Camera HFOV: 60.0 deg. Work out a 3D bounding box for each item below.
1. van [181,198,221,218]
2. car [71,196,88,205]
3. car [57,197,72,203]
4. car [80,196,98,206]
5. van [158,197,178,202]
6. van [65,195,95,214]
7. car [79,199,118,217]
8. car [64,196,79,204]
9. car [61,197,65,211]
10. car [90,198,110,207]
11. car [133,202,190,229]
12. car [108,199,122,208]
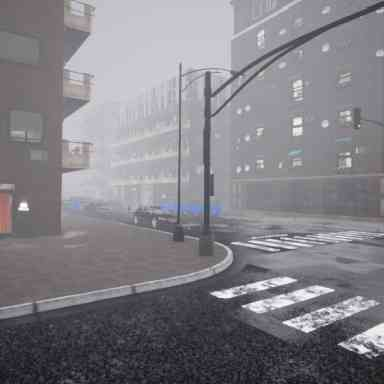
[{"bbox_3d":[0.938,1.439,30.710,1.690,1.788,3.998,1,-1,-35],"label":"van"},{"bbox_3d":[-21.301,1.606,62.943,1.967,1.590,4.097,1,-1,-35],"label":"car"},{"bbox_3d":[-27.655,1.727,72.152,1.887,1.381,4.507,1,-1,-35],"label":"car"},{"bbox_3d":[-18.124,1.597,58.338,1.967,1.590,4.097,1,-1,-35],"label":"car"},{"bbox_3d":[-2.239,1.450,35.315,1.690,1.788,3.998,1,-1,-35],"label":"van"},{"bbox_3d":[-11.902,1.361,35.445,1.690,1.788,3.998,1,-1,-35],"label":"van"},{"bbox_3d":[-8.727,1.592,30.839,1.802,1.307,4.206,1,-1,-35],"label":"car"},{"bbox_3d":[-24.477,1.614,67.548,1.967,1.590,4.097,1,-1,-35],"label":"car"},{"bbox_3d":[-15.080,1.581,40.048,2.008,1.369,4.403,1,-1,-35],"label":"car"},{"bbox_3d":[-14.948,1.730,53.732,1.802,1.307,4.206,1,-1,-35],"label":"car"},{"bbox_3d":[-2.373,1.540,21.629,2.008,1.369,4.403,1,-1,-35],"label":"car"},{"bbox_3d":[-11.771,1.683,49.128,1.887,1.381,4.507,1,-1,-35],"label":"car"}]
